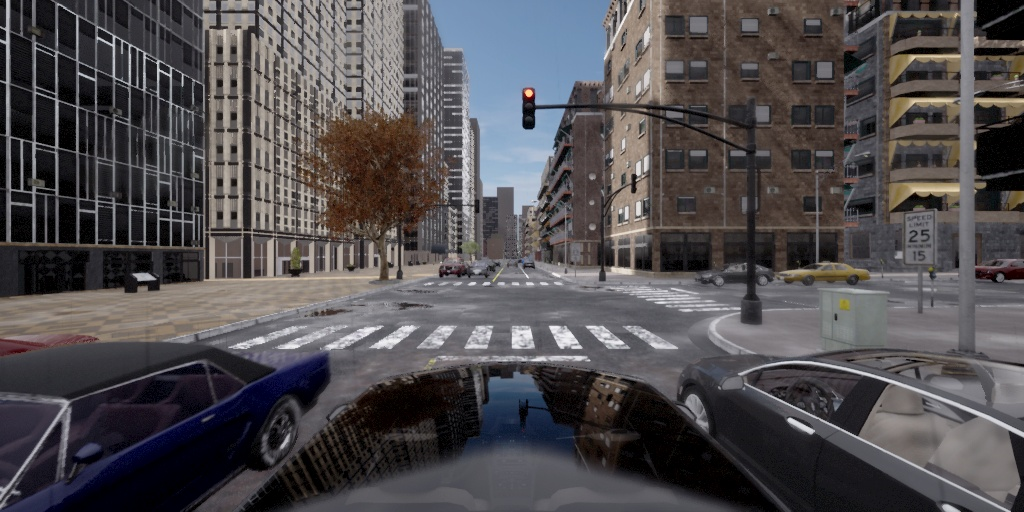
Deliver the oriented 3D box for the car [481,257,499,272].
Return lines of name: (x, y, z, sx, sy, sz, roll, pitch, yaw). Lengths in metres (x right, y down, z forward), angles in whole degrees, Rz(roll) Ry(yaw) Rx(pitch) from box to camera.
car: (-3.101, 1.126, 44.496, 2.097, 1.767, 4.553, 0, 0, 0)

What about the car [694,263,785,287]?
car: (13.434, 1.095, 21.749, 4.403, 1.370, 2.007, 0, 0, -1)

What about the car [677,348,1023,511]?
car: (2.689, 1.300, 2.332, 2.007, 1.370, 4.403, 0, 0, 0)

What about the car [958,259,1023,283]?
car: (30.135, 0.858, 21.919, 4.507, 1.381, 1.888, 0, 0, -1)

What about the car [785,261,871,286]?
car: (18.831, 0.992, 21.804, 4.829, 1.417, 1.751, 0, 0, -1)

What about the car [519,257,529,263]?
car: (2.685, 1.314, 62.503, 1.751, 1.417, 4.829, 0, 0, 0)

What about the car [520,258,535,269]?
car: (2.686, 1.348, 56.810, 1.948, 1.339, 4.313, 0, 0, 0)

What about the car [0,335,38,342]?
car: (-5.691, 1.295, 2.331, 1.888, 1.381, 4.507, 0, 0, 0)

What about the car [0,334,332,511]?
car: (-3.100, 1.351, 2.084, 1.895, 1.301, 4.718, 0, 0, 0)

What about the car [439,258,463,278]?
car: (-5.694, 1.078, 34.719, 2.192, 1.841, 5.009, 0, 0, 0)

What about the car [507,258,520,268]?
car: (0.098, 1.283, 64.100, 2.128, 1.511, 4.902, 0, 0, 0)

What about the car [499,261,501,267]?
car: (-3.034, 1.393, 64.988, 1.895, 1.301, 4.718, 0, 0, 0)

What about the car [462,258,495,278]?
car: (-3.103, 1.255, 34.209, 2.128, 1.511, 4.902, 0, 0, 0)
